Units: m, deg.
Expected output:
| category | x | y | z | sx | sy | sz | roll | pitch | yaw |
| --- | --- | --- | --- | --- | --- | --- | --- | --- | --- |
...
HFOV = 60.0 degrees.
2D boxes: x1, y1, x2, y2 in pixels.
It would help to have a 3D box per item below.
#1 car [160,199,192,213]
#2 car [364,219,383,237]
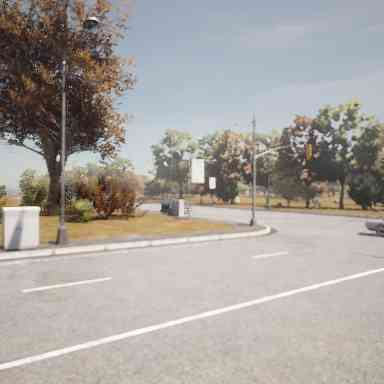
| category | x | y | z | sx | sy | sz | roll | pitch | yaw |
| --- | --- | --- | --- | --- | --- | --- | --- | --- | --- |
| car | -1.880 | 1.558 | 39.026 | 2.097 | 1.767 | 4.553 | 1 | 0 | -32 |
| car | 11.778 | 1.806 | 17.358 | 1.895 | 1.301 | 4.718 | 1 | 0 | -32 |
